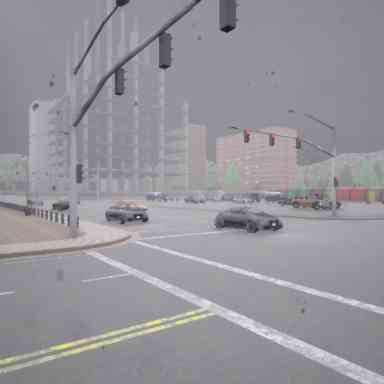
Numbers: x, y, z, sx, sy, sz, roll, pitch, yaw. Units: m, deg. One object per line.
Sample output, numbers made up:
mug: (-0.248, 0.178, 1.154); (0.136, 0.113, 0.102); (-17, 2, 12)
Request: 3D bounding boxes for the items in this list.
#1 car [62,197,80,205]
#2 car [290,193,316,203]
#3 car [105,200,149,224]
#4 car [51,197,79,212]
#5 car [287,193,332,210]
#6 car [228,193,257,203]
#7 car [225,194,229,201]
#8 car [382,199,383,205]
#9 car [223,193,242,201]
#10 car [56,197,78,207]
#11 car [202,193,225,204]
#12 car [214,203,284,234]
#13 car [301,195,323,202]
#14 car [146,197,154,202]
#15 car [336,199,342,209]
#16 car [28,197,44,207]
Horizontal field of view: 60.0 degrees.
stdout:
car: (-22.456, 1.562, 61.695); (1.994, 1.385, 4.181); (0, 0, -35)
car: (22.504, 1.152, 67.552); (1.932, 1.855, 4.605); (0, 0, -35)
car: (-4.871, 1.563, 24.630); (1.994, 1.385, 4.181); (0, 0, -35)
car: (-14.776, 1.600, 38.528); (1.895, 1.301, 4.718); (0, 0, -35)
car: (14.251, 1.153, 40.269); (1.932, 1.855, 4.605); (0, 0, -35)
car: (8.763, 1.394, 57.717); (1.970, 1.475, 3.806); (0, 0, -35)
car: (7.111, 1.363, 75.048); (1.784, 1.438, 3.905); (0, 0, -35)
car: (32.642, 1.155, 53.263); (1.905, 1.878, 3.866); (0, 0, -35)
car: (9.273, 1.152, 76.639); (1.932, 1.855, 4.605); (0, 0, -35)
car: (-19.082, 1.477, 50.676); (1.882, 1.535, 5.008); (0, 0, -35)
car: (4.748, 1.394, 73.376); (1.970, 1.475, 3.806); (0, 0, -35)
car: (3.210, 1.564, 19.451); (1.994, 1.385, 4.181); (0, 0, -37)
car: (24.906, 1.362, 69.173); (1.784, 1.438, 3.905); (0, 0, -35)
car: (-5.942, 1.477, 32.162); (1.882, 1.535, 5.008); (0, 0, -35)
car: (16.645, 1.155, 41.896); (1.905, 1.878, 3.866); (0, 0, -35)
car: (-25.023, 1.563, 53.065); (1.812, 1.442, 4.674); (0, 0, -35)
